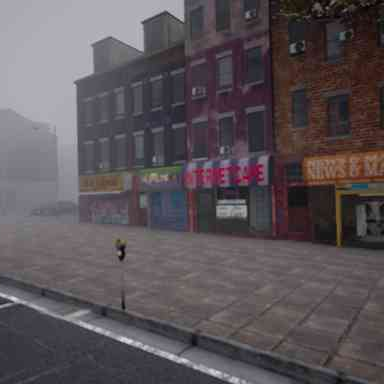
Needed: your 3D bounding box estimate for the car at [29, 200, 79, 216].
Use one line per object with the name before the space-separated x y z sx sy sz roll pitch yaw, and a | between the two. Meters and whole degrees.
car | -13.602 1.590 33.144 1.837 1.490 4.892 -2 -1 36
